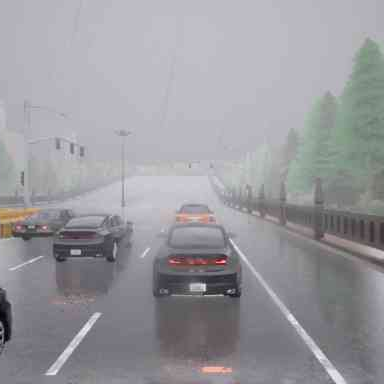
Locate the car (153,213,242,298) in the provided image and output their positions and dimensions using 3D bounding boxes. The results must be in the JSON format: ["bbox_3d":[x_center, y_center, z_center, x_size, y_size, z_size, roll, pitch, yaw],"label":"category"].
[{"bbox_3d":[0.116,1.505,8.522,1.837,1.490,4.892,0,0,0],"label":"car"}]

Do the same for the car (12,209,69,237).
[{"bbox_3d":[-6.868,1.547,16.751,2.033,1.411,5.357,0,0,0],"label":"car"}]

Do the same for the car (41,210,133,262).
[{"bbox_3d":[-3.376,1.505,12.092,1.837,1.490,4.892,0,0,0],"label":"car"}]

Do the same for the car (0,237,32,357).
[{"bbox_3d":[-3.395,1.492,2.660,2.128,1.511,4.902,0,0,0],"label":"car"}]

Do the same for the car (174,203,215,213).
[{"bbox_3d":[0.133,1.352,17.536,2.097,1.767,4.553,0,0,0],"label":"car"}]
